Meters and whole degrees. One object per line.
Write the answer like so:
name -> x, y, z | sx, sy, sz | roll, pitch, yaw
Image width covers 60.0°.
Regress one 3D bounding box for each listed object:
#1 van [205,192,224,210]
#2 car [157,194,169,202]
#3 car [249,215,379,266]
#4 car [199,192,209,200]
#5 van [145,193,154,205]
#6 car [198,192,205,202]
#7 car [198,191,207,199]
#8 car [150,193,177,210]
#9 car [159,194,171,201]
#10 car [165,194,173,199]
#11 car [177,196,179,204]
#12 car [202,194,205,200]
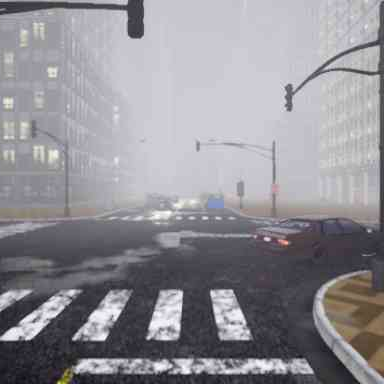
van -> 2.676, 1.113, 37.570 | 1.690, 1.788, 3.998 | 0, 0, 0
car -> -5.721, 1.170, 65.292 | 1.947, 1.339, 4.313 | 0, 0, 0
car -> 4.514, 1.499, 11.299 | 5.357, 1.411, 2.033 | 0, 0, -28
car -> 2.700, 0.850, 76.340 | 2.192, 1.841, 5.009 | 0, 0, 0
van -> -5.779, 1.046, 48.674 | 1.690, 1.788, 3.998 | 0, 0, 0
car -> 2.661, 0.919, 65.261 | 2.192, 1.841, 5.009 | 0, 0, 0
car -> 2.740, 0.781, 87.418 | 2.192, 1.841, 5.009 | 0, 0, 0
car -> -3.223, 1.258, 38.529 | 2.128, 1.511, 4.902 | 0, 0, 0
car -> -5.701, 1.120, 70.831 | 2.008, 1.369, 4.403 | 0, 0, 0
car -> -5.661, 1.083, 81.910 | 1.802, 1.307, 4.206 | 0, 0, 0
car -> -3.120, 1.207, 56.197 | 2.033, 1.411, 5.357 | 0, 0, 1
car -> 2.604, 1.283, 43.109 | 1.887, 1.381, 4.507 | 0, 0, 0
